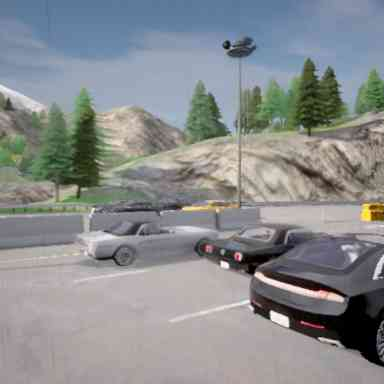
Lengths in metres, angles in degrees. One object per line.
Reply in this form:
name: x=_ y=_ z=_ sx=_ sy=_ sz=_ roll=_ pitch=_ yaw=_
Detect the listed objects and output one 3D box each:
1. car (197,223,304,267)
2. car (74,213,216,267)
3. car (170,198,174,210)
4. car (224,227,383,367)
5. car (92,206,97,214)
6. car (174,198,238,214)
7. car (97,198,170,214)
car: x=2.717 y=1.571 z=9.646 sx=4.718 sy=1.301 sz=1.895 roll=0 pitch=0 yaw=-32
car: x=-1.321 y=1.554 z=11.202 sx=4.718 sy=1.301 sz=1.895 roll=0 pitch=0 yaw=-33
car: x=-2.305 y=1.353 z=35.321 sx=4.902 sy=1.511 sz=2.128 roll=0 pitch=0 yaw=-29
car: x=3.188 y=1.477 z=5.765 sx=4.902 sy=1.511 sz=2.128 roll=0 pitch=0 yaw=-33
car: x=-6.172 y=1.366 z=29.024 sx=4.902 sy=1.511 sz=2.128 roll=0 pitch=0 yaw=-31
car: x=1.457 y=1.385 z=25.455 sx=5.008 sy=1.535 sz=1.882 roll=0 pitch=0 yaw=-29
car: x=-4.520 y=1.397 z=25.970 sx=4.892 sy=1.490 sz=1.837 roll=1 pitch=0 yaw=-31
